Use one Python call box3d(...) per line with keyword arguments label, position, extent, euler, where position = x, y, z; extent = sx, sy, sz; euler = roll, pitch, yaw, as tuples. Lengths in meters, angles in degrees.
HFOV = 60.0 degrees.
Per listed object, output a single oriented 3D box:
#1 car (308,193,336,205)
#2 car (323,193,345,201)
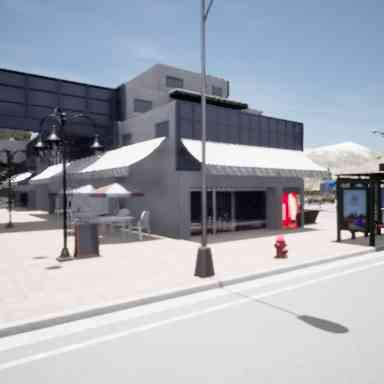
box3d(label="car", position=(19.300, 0.965, 48.934), extent=(5.027, 1.636, 2.152), euler=(-1, 0, -36))
box3d(label="car", position=(28.573, 0.953, 67.052), extent=(4.514, 1.523, 2.007), euler=(-1, 0, -36))
